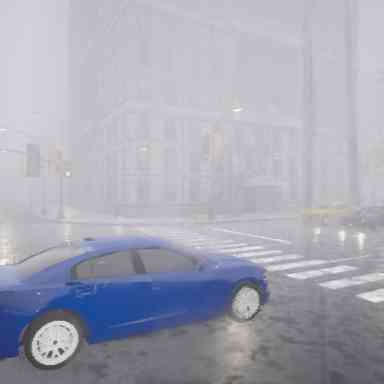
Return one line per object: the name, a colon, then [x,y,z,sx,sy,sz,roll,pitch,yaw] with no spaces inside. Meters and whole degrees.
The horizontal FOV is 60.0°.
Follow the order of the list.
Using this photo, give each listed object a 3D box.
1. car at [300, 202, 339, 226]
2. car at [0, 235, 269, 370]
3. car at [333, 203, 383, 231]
car: [9.991,1.504,24.001,5.008,1.535,1.882,0,0,-29]
car: [-0.928,1.495,5.709,5.008,1.535,1.882,0,0,-29]
car: [11.686,1.571,20.942,5.357,1.411,2.033,0,0,-29]
